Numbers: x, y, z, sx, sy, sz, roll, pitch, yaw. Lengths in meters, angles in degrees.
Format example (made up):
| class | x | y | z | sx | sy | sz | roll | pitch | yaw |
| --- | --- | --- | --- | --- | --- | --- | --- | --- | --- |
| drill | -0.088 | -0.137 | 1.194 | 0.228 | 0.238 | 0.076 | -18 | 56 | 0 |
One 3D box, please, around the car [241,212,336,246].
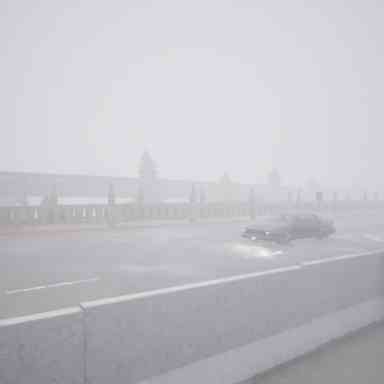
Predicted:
| class | x | y | z | sx | sy | sz | roll | pitch | yaw |
| --- | --- | --- | --- | --- | --- | --- | --- | --- | --- |
| car | 4.863 | 1.678 | 16.198 | 5.357 | 1.411 | 2.033 | 1 | -1 | -36 |
